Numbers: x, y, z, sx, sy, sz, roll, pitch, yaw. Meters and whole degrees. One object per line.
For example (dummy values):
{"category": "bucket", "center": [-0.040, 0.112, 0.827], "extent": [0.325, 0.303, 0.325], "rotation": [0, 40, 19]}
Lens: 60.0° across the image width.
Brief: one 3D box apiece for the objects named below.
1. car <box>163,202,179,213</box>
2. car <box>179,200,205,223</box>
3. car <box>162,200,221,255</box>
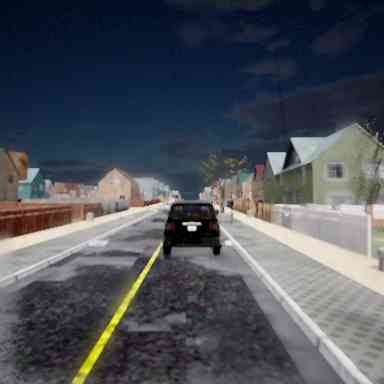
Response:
{"category": "car", "center": [-2.765, 2.054, 44.659], "extent": [1.895, 1.301, 4.718], "rotation": [0, -1, 0]}
{"category": "car", "center": [-0.006, 1.636, 29.107], "extent": [2.097, 1.767, 4.553], "rotation": [0, -1, 0]}
{"category": "car", "center": [-0.003, 1.353, 14.029], "extent": [2.150, 2.045, 5.566], "rotation": [0, 0, 0]}
